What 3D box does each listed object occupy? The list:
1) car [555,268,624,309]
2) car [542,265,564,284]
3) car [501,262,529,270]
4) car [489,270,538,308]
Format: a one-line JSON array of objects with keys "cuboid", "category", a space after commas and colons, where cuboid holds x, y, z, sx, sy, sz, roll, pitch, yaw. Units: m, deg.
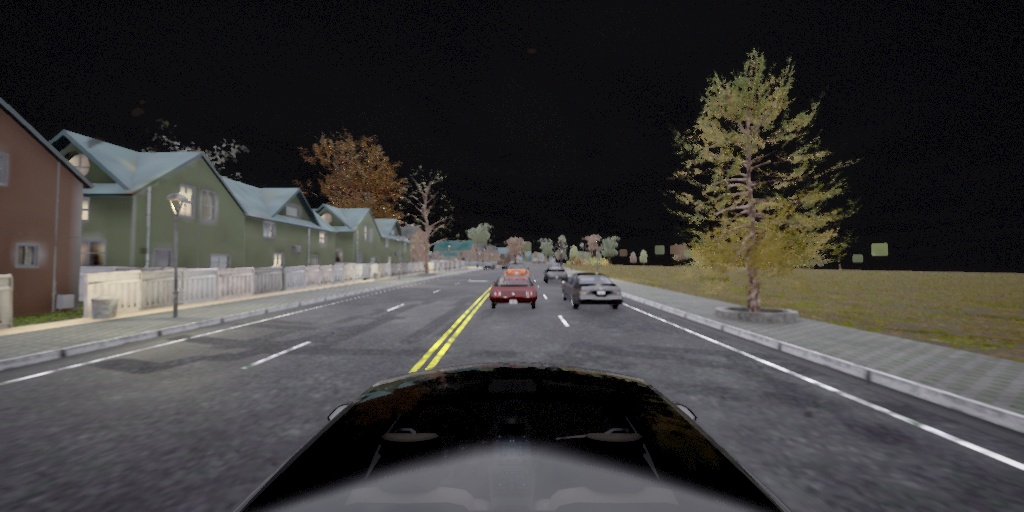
[{"cuboid": [3.335, 1.433, 15.762, 2.033, 1.411, 5.357, 0, -1, 1], "category": "car"}, {"cuboid": [3.677, 1.531, 30.981, 2.128, 1.511, 4.902, 0, 0, 2], "category": "car"}, {"cuboid": [0.420, 1.389, 30.866, 2.097, 1.767, 4.553, 0, -1, 2], "category": "car"}, {"cuboid": [0.088, 1.488, 15.922, 1.895, 1.301, 4.718, 0, -1, 1], "category": "car"}]
